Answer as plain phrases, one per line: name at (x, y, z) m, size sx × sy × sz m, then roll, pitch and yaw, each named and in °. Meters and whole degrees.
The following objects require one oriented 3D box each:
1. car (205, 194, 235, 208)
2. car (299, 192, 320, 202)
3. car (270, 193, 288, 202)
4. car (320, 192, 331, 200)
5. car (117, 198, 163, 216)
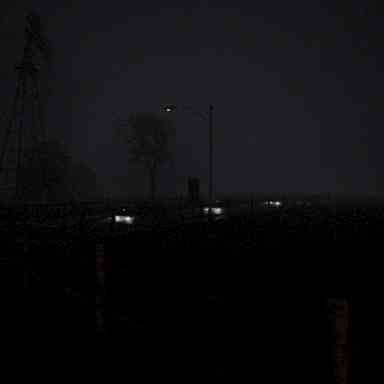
car at (3.394, 1.013, 38.797) m, size 1.812 × 1.442 × 4.674 m, roll 1°, pitch 2°, yaw 35°
car at (18.959, 0.800, 54.360) m, size 1.812 × 1.442 × 4.674 m, roll 1°, pitch 2°, yaw 35°
car at (13.947, 0.864, 53.519) m, size 1.994 × 1.385 × 4.181 m, roll 1°, pitch 2°, yaw 35°
car at (24.757, 0.710, 62.544) m, size 1.994 × 1.385 × 4.181 m, roll 1°, pitch 1°, yaw 36°
car at (-4.250, 1.226, 28.019) m, size 1.994 × 1.385 × 4.181 m, roll 1°, pitch 2°, yaw 35°
